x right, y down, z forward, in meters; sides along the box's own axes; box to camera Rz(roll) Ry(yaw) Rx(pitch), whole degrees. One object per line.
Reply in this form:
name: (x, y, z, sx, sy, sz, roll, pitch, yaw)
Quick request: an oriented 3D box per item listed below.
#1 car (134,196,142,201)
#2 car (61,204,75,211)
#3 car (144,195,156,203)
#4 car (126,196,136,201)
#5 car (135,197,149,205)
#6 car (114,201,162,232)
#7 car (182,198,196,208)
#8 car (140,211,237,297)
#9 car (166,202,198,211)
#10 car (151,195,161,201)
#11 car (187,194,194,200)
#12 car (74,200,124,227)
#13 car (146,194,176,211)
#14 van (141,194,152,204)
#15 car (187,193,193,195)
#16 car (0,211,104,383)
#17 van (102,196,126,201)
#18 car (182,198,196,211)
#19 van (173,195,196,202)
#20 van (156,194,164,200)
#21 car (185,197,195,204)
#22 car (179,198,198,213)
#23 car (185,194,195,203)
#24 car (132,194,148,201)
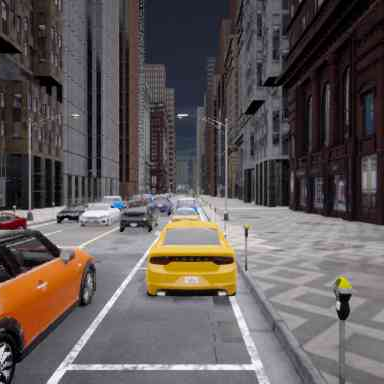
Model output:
car: (-8.910, 1.585, 48.269, 1.947, 1.339, 4.313, 0, 0, 0)
car: (-8.910, 1.573, 25.722, 1.947, 1.339, 4.313, 0, 0, 0)
car: (-8.911, 1.471, 70.817, 1.967, 1.590, 4.097, 0, 0, 0)
car: (-8.910, 1.582, 42.633, 1.947, 1.339, 4.313, 0, 0, 0)
car: (-8.910, 1.570, 59.543, 1.887, 1.381, 4.507, 0, 0, 0)
car: (-3.143, 1.509, 20.302, 1.837, 1.490, 4.892, 0, 0, 0)
car: (-0.385, 1.570, 48.280, 2.008, 1.369, 4.403, 0, 0, 0)
car: (-0.006, 1.478, 8.650, 1.882, 1.535, 5.008, 0, 0, 0)
car: (-0.385, 1.530, 20.269, 1.752, 1.417, 4.829, 0, 0, 0)
car: (-8.911, 1.478, 82.090, 1.967, 1.590, 4.097, 0, 0, 0)
car: (-0.386, 1.484, 93.370, 1.967, 1.590, 4.097, 0, 0, 0)
car: (-6.245, 1.532, 23.011, 1.812, 1.442, 4.674, 0, 0, 0)
car: (-3.050, 1.363, 33.948, 2.097, 1.767, 4.553, 0, 0, 0)
van: (-8.911, 1.369, 65.180, 1.690, 1.788, 3.998, 0, 0, 0)
car: (-0.386, 1.465, 59.552, 1.967, 1.590, 4.097, 0, 0, 0)
car: (-3.048, 1.352, 5.100, 2.097, 1.767, 4.553, 0, 0, 0)
van: (-8.911, 1.354, 36.996, 1.690, 1.788, 3.998, 0, 0, 0)
car: (-0.385, 1.541, 42.814, 1.752, 1.417, 4.829, 0, 0, 0)
van: (-0.386, 1.348, 25.735, 1.690, 1.788, 3.998, 0, 0, 0)
van: (-8.911, 1.385, 93.363, 1.690, 1.788, 3.998, 0, 0, 0)
car: (-0.385, 1.594, 65.189, 1.947, 1.339, 4.313, 0, 0, 0)
car: (-0.386, 1.453, 37.008, 1.967, 1.590, 4.097, 0, 0, 0)
car: (-0.386, 1.346, 70.826, 2.192, 1.841, 5.009, 0, 0, 0)
car: (-8.911, 1.337, 53.906, 2.192, 1.841, 5.009, 0, 0, 0)
